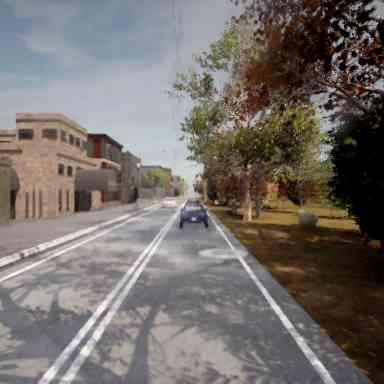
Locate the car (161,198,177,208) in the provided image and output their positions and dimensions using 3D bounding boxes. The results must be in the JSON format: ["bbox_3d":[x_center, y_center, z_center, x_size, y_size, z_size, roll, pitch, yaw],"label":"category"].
[{"bbox_3d":[-3.195,1.525,46.976,1.812,1.442,4.674,0,0,0],"label":"car"}]

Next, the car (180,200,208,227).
[{"bbox_3d":[0.123,1.527,22.936,1.812,1.442,4.674,0,0,0],"label":"car"}]

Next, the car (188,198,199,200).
[{"bbox_3d":[0.148,1.485,41.616,2.128,1.511,4.902,0,0,0],"label":"car"}]
